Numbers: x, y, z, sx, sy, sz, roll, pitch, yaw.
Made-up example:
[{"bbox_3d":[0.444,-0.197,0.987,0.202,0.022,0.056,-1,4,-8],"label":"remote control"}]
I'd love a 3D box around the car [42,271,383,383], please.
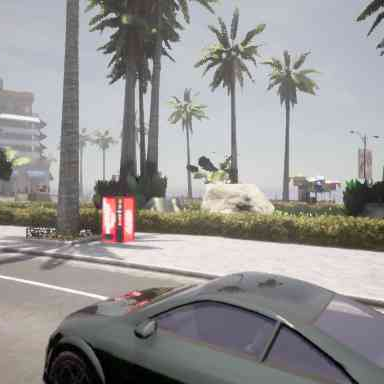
[{"bbox_3d":[0.411,1.564,3.368,4.181,1.385,1.994,0,0,34],"label":"car"}]

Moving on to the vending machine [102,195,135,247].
[{"bbox_3d":[-3.134,1.195,14.185,0.880,2.100,1.100,0,0,27],"label":"vending machine"}]
